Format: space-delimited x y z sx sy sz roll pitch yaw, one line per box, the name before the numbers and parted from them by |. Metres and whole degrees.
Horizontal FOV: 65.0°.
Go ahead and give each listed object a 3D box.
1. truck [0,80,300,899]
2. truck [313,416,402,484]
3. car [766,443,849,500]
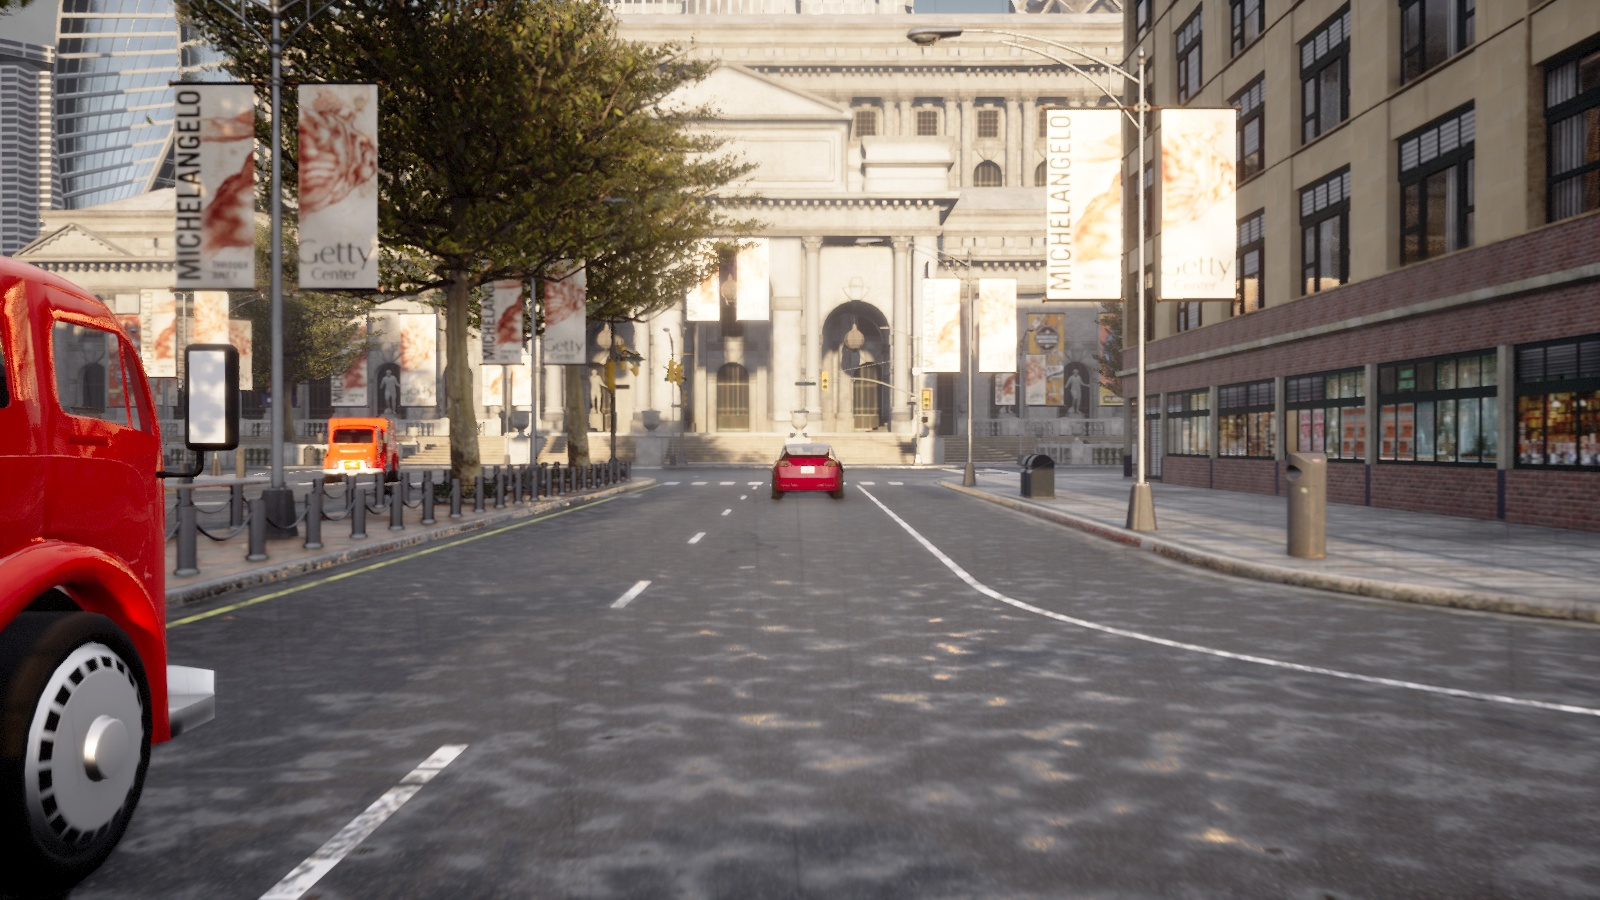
truck | -3.469 0.241 2.779 2.627 2.467 5.204 0 0 0
truck | -16.864 -0.025 48.109 2.627 2.467 5.204 0 0 -13
car | 0.215 0.549 35.121 2.163 1.488 4.792 0 0 0
